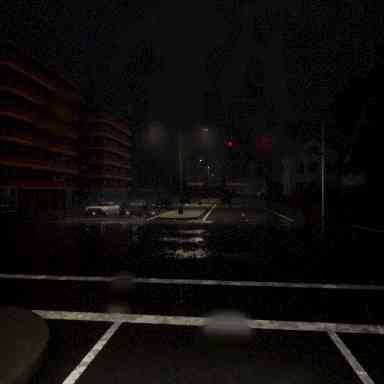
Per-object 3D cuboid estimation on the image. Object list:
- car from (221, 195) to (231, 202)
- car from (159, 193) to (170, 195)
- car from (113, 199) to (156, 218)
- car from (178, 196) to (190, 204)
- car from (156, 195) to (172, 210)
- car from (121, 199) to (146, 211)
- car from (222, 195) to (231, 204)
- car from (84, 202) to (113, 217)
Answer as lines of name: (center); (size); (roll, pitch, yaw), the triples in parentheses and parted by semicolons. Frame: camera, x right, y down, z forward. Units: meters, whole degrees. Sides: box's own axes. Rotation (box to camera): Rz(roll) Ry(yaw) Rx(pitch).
car: (7.730, 1.523, 75.654); (2.128, 1.511, 4.902); (0, 0, 6)
car: (-5.295, 1.223, 62.175); (2.150, 2.045, 5.566); (0, 0, 6)
car: (-5.115, 1.492, 30.198); (2.128, 1.511, 4.902); (0, 0, 6)
car: (-1.443, 1.547, 65.191); (2.033, 1.411, 5.357); (0, 0, 7)
car: (-3.810, 1.501, 42.837); (1.837, 1.490, 4.892); (0, 1, 5)
car: (-7.379, 1.564, 42.259); (1.994, 1.385, 4.181); (0, 0, 8)
car: (6.787, 1.505, 65.612); (1.837, 1.490, 4.892); (0, 0, 6)
car: (-8.480, 1.601, 31.748); (1.895, 1.301, 4.718); (0, 0, 6)
